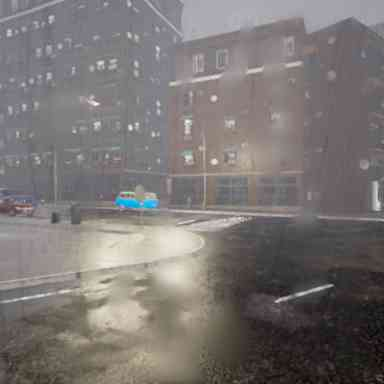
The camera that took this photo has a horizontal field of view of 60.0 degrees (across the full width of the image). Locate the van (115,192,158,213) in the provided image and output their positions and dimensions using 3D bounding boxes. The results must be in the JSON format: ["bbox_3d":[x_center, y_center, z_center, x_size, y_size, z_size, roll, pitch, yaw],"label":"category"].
[{"bbox_3d":[-5.026,0.891,30.181,3.998,1.788,1.690,1,0,25],"label":"van"}]

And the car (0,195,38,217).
[{"bbox_3d":[-13.744,1.117,24.965,4.206,1.307,1.802,1,0,25],"label":"car"}]

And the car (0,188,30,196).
[{"bbox_3d":[-16.000,0.681,28.837,5.566,2.045,2.150,1,1,25],"label":"car"}]

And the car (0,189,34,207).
[{"bbox_3d":[-20.374,0.616,37.246,5.009,1.841,2.192,1,0,25],"label":"car"}]
